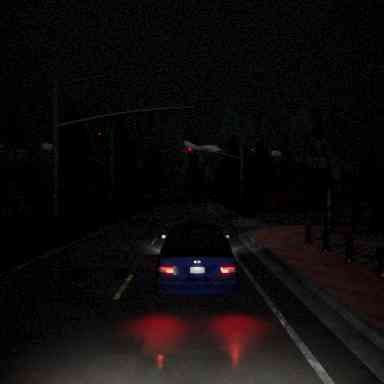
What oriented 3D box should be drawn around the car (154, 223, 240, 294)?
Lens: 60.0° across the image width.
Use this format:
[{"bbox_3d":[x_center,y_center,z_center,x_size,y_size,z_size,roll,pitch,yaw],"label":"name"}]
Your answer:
[{"bbox_3d":[0.101,1.547,8.899,2.033,1.411,5.357,0,0,0],"label":"car"}]
